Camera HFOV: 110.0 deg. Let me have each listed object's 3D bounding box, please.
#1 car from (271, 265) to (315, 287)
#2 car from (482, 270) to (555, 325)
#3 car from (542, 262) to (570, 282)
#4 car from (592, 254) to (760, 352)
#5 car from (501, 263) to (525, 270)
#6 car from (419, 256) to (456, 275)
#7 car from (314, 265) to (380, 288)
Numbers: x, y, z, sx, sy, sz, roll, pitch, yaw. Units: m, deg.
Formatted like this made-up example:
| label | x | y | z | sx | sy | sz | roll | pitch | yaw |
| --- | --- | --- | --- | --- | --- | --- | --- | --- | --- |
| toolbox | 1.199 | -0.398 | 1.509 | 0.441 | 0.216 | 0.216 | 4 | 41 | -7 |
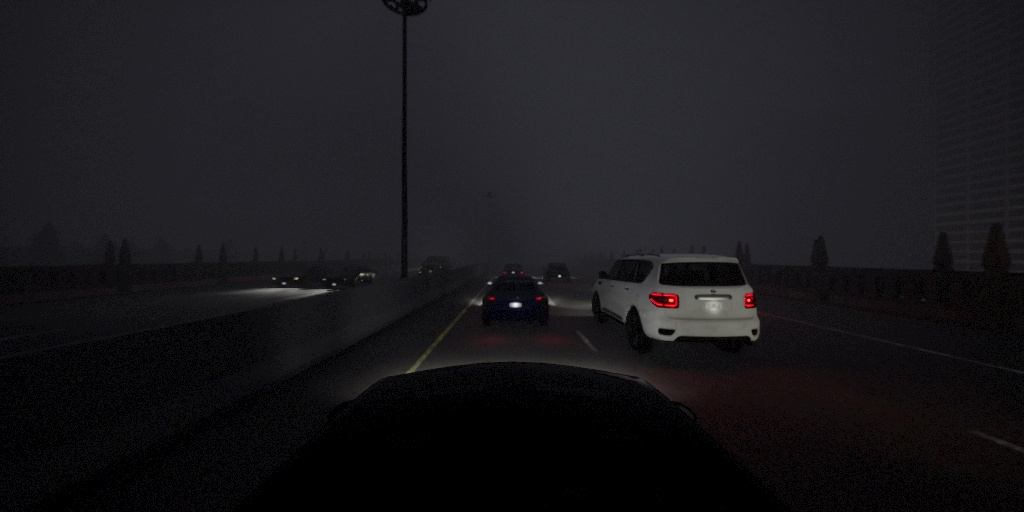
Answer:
| label | x | y | z | sx | sy | sz | roll | pitch | yaw |
| --- | --- | --- | --- | --- | --- | --- | --- | --- | --- |
| car | -14.103 | 1.308 | 24.841 | 2.033 | 1.411 | 5.357 | 0 | 0 | 0 |
| car | 0.099 | 1.319 | 11.877 | 1.994 | 1.385 | 4.181 | 0 | 0 | 0 |
| car | 3.596 | 1.268 | 29.498 | 1.837 | 1.490 | 4.892 | 0 | 0 | 0 |
| car | 3.600 | 0.975 | 9.084 | 2.150 | 2.045 | 5.566 | 0 | 0 | 0 |
| car | 0.096 | 1.310 | 29.610 | 2.033 | 1.411 | 5.357 | 0 | 0 | 0 |
| car | -7.101 | 0.986 | 33.927 | 2.150 | 2.045 | 5.566 | 0 | 0 | 0 |
| car | -10.602 | 1.307 | 24.027 | 2.033 | 1.411 | 5.357 | 0 | 0 | 0 |
